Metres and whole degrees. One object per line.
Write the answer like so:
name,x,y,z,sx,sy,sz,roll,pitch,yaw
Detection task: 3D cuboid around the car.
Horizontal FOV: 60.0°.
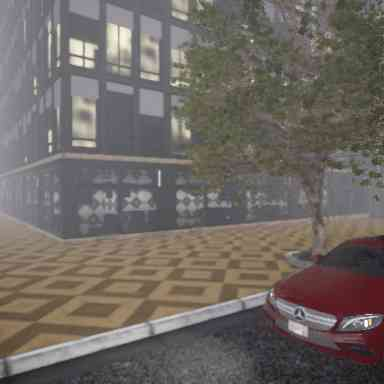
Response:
car,3.285,1.535,5.709,4.674,1.442,1.812,0,0,-35
